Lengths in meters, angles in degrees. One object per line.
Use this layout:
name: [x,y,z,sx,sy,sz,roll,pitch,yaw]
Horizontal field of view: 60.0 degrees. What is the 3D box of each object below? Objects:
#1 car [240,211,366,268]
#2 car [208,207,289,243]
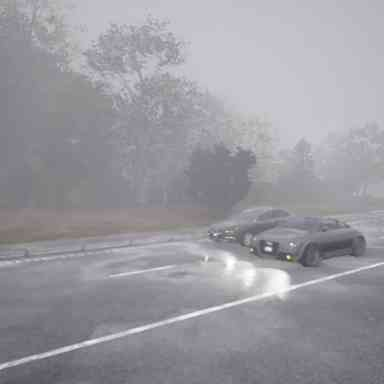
car: [3.913,1.504,11.068,4.181,1.385,1.994,0,0,-35]
car: [2.913,1.435,14.650,4.892,1.490,1.837,-1,0,-35]
